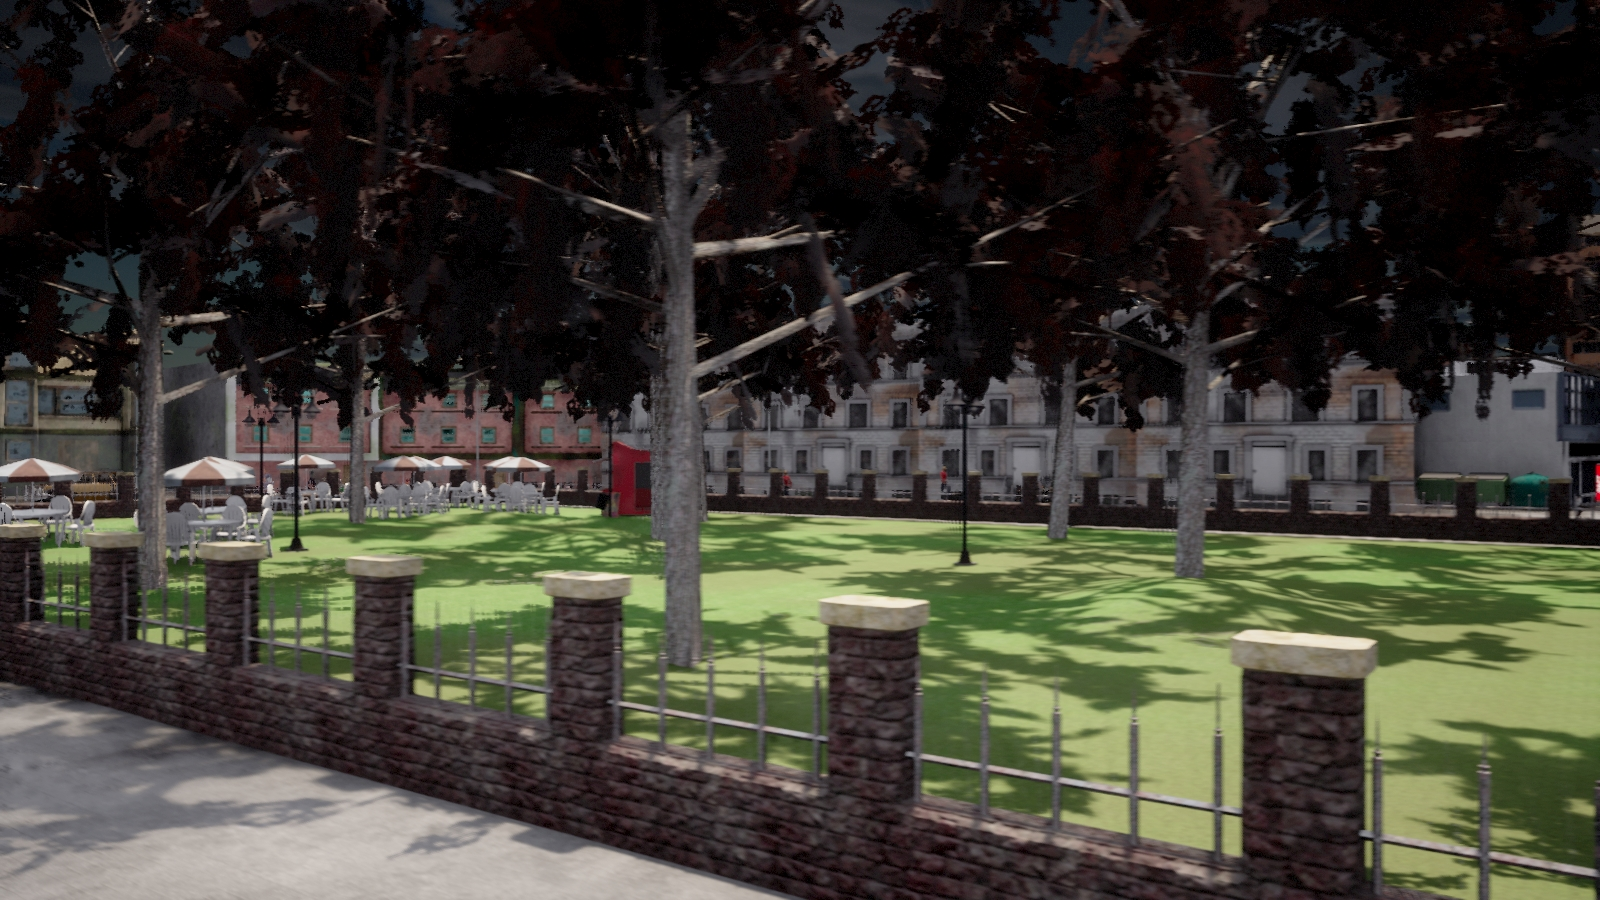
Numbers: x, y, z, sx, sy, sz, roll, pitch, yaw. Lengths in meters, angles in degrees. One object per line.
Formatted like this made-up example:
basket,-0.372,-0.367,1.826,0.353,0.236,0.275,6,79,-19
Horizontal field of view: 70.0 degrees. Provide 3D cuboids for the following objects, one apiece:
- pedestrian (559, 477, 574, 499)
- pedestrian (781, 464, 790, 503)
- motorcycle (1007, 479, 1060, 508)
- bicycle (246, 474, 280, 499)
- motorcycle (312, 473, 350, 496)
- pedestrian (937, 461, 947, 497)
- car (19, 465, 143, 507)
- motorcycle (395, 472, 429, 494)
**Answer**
pedestrian,-11.769,1.909,57.561,0.500,1.100,0.500,0,0,33
pedestrian,-0.720,1.633,55.610,0.375,1.860,0.375,0,0,12
motorcycle,10.673,1.988,52.207,2.209,1.251,0.867,0,0,35
bicycle,-28.977,1.944,61.679,0.373,1.296,1.643,0,0,36
motorcycle,-26.621,1.971,64.922,0.856,1.236,1.805,1,0,40
pedestrian,7.457,1.529,59.813,0.375,1.860,0.375,0,0,38
car,-34.103,1.652,54.291,1.932,1.855,4.605,0,0,36
motorcycle,-23.150,1.972,68.195,1.805,1.236,0.856,0,0,-29
